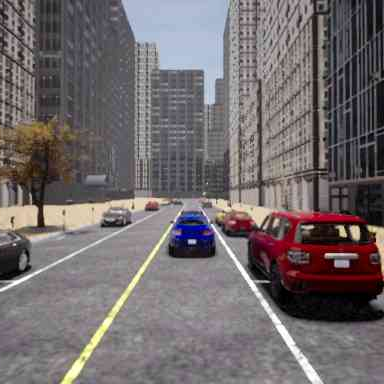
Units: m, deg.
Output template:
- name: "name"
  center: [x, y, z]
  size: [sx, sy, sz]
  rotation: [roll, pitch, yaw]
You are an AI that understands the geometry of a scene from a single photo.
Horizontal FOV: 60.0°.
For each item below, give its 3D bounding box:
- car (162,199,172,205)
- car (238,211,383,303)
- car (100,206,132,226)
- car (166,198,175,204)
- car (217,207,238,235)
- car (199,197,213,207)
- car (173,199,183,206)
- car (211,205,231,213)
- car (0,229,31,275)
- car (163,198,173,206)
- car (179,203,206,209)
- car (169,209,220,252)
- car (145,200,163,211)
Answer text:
- name: "car"
  center: [-5.678, 2.244, 76.070]
  size: [1.887, 1.381, 4.507]
  rotation: [1, -1, 0]
- name: "car"
  center: [2.701, 1.395, 8.384]
  size: [2.192, 1.841, 5.009]
  rotation: [1, -1, 0]
- name: "car"
  center: [-5.681, 1.790, 25.287]
  size: [2.008, 1.369, 4.403]
  rotation: [1, -1, 0]
- name: "car"
  center: [-5.678, 2.365, 87.355]
  size: [1.947, 1.339, 4.313]
  rotation: [1, -1, 0]
- name: "car"
  center: [2.699, 1.768, 19.664]
  size: [1.802, 1.307, 4.206]
  rotation: [1, -1, 0]
- name: "car"
  center: [2.701, 2.098, 59.153]
  size: [2.008, 1.369, 4.403]
  rotation: [1, -1, 0]
- name: "car"
  center: [-2.996, 2.247, 70.990]
  size: [1.895, 1.301, 4.718]
  rotation: [0, -1, 0]
- name: "car"
  center: [2.700, 1.766, 25.476]
  size: [1.752, 1.417, 4.829]
  rotation: [1, -1, 0]
- name: "car"
  center: [-5.682, 1.631, 8.359]
  size: [2.008, 1.369, 4.403]
  rotation: [1, -1, 0]
- name: "car"
  center: [-5.679, 2.173, 70.258]
  size: [1.752, 1.417, 4.829]
  rotation: [1, -1, 0]
- name: "car"
  center: [0.004, 1.875, 29.114]
  size: [1.895, 1.301, 4.718]
  rotation: [0, 0, 0]
- name: "car"
  center: [0.005, 1.663, 14.389]
  size: [1.812, 1.442, 4.674]
  rotation: [0, 0, 0]
- name: "car"
  center: [-5.680, 1.991, 47.857]
  size: [1.887, 1.381, 4.507]
  rotation: [1, -1, 0]
